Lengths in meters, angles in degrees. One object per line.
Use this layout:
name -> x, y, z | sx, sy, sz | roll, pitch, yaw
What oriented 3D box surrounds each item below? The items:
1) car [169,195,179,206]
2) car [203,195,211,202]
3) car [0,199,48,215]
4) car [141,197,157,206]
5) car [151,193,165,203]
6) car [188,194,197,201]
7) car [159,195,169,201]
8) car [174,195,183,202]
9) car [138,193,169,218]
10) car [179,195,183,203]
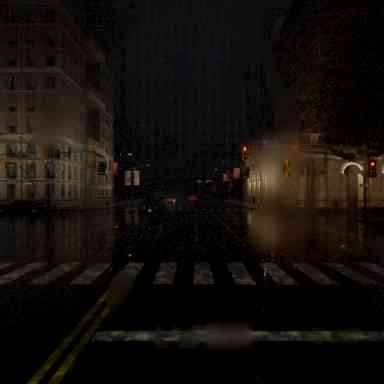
car -> -3.640, 1.381, 54.606 | 2.097, 1.767, 4.553 | 0, 0, 0
car -> 3.602, 1.504, 78.565 | 2.033, 1.411, 5.357 | 0, 0, 1
car -> -17.070, 1.522, 33.228 | 4.892, 1.490, 1.837 | 0, 2, -12
car -> -7.147, 1.576, 55.532 | 2.033, 1.411, 5.357 | 0, 0, 0
car -> -6.988, 1.256, 69.104 | 2.150, 2.045, 5.566 | 0, 0, 1
car -> 0.102, 1.319, 78.567 | 2.097, 1.767, 4.553 | 0, 0, 1
car -> -6.857, 1.565, 82.917 | 2.033, 1.411, 5.357 | 0, 0, 1
car -> -3.357, 1.550, 82.885 | 2.128, 1.511, 4.902 | 0, 0, 1
car -> -3.624, 1.237, 31.014 | 2.150, 2.045, 5.566 | 0, 0, -1
car -> -3.487, 1.582, 69.193 | 2.033, 1.411, 5.357 | 0, 0, 1
